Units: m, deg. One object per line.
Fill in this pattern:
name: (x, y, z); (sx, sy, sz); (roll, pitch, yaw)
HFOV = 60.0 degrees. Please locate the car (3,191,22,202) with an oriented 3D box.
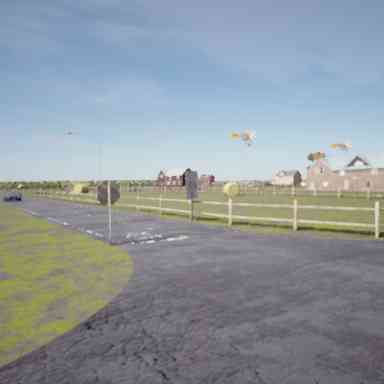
car: (-24.699, 0.575, 45.633); (1.994, 1.385, 4.181); (-1, 2, -36)
